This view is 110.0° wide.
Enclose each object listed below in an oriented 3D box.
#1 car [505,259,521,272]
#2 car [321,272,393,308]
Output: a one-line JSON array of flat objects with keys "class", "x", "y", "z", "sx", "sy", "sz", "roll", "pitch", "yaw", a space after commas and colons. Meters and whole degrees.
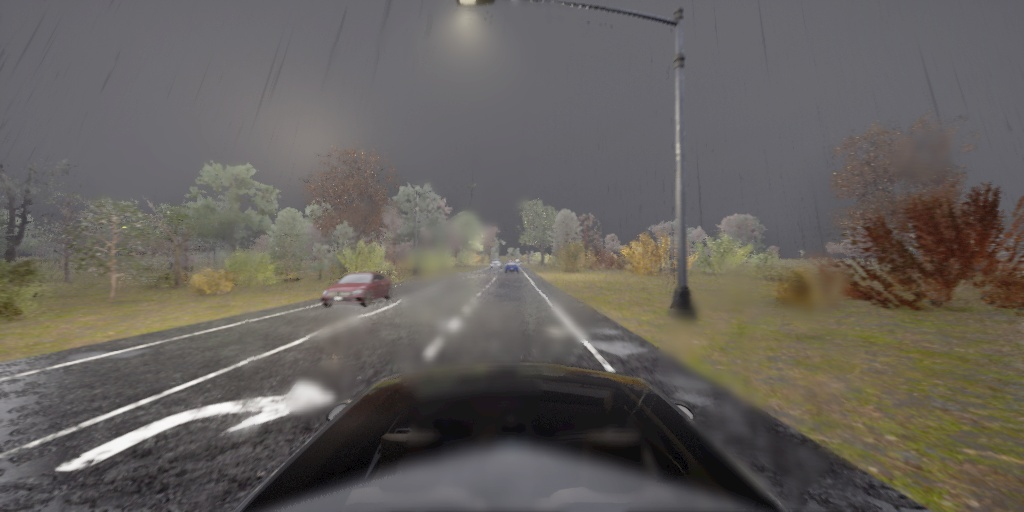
[{"class": "car", "x": -0.044, "y": 1.669, "z": 54.360, "sx": 1.882, "sy": 1.535, "sz": 5.008, "roll": -1, "pitch": 0, "yaw": 0}, {"class": "car", "x": -7.003, "y": 1.477, "z": 16.764, "sx": 1.812, "sy": 1.442, "sz": 4.674, "roll": -1, "pitch": -1, "yaw": 0}]
